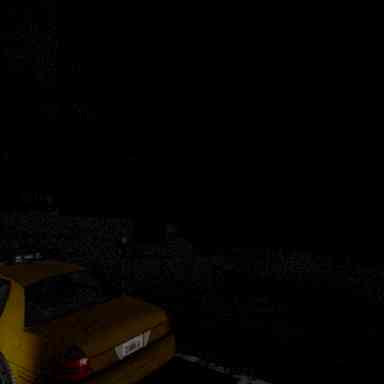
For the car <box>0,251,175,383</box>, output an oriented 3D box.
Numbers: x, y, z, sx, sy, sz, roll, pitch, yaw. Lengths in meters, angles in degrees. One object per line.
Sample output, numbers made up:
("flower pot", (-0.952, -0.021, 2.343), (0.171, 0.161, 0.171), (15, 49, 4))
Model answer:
("car", (-2.477, 1.525, 4.726), (4.829, 1.417, 1.752), (0, 0, 35))
